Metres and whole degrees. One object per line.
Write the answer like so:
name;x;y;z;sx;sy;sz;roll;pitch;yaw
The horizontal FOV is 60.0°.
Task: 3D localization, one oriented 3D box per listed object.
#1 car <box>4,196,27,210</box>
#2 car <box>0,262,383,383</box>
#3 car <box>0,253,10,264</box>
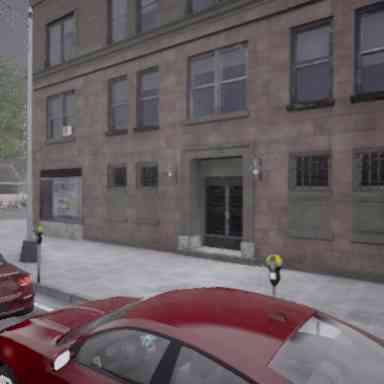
car;-17.816;1.140;36.377;2.128;1.511;4.902;0;1;36
car;0.002;1.535;2.809;4.507;1.381;1.887;0;0;36
car;-4.490;1.537;6.014;4.206;1.307;1.802;0;0;36
